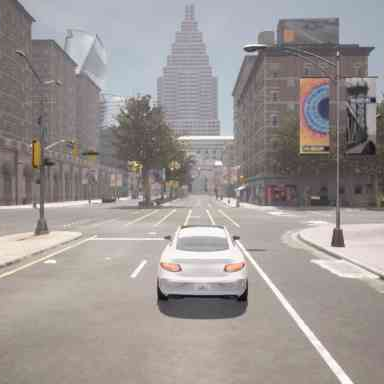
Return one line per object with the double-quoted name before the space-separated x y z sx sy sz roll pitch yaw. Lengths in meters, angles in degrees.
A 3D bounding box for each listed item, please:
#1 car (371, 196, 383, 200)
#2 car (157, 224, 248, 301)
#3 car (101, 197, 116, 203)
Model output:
"car" 35.883 1.481 67.520 2.231 1.521 4.892 0 0 1
"car" 0.249 1.526 8.203 1.812 1.442 4.674 0 0 2
"car" -16.829 1.595 67.246 1.895 1.301 4.718 0 0 1
